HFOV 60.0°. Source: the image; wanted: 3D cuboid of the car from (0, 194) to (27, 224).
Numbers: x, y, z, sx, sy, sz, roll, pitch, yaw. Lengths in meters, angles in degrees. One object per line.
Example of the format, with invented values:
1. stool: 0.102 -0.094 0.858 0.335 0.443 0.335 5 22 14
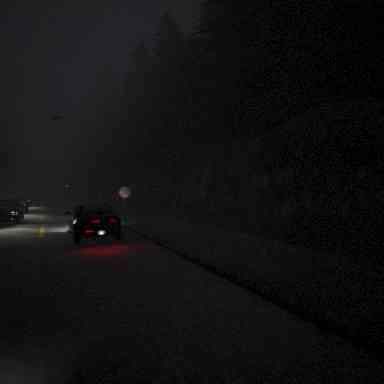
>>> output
1. car: -12.067 1.178 21.548 1.882 1.535 5.008 -1 1 -24

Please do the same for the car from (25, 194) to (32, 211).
1. car: -15.874 1.050 30.083 1.882 1.535 5.008 -1 1 -24

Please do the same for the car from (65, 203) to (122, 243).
1. car: -4.417 1.246 14.749 1.837 1.490 4.892 -1 1 -24
